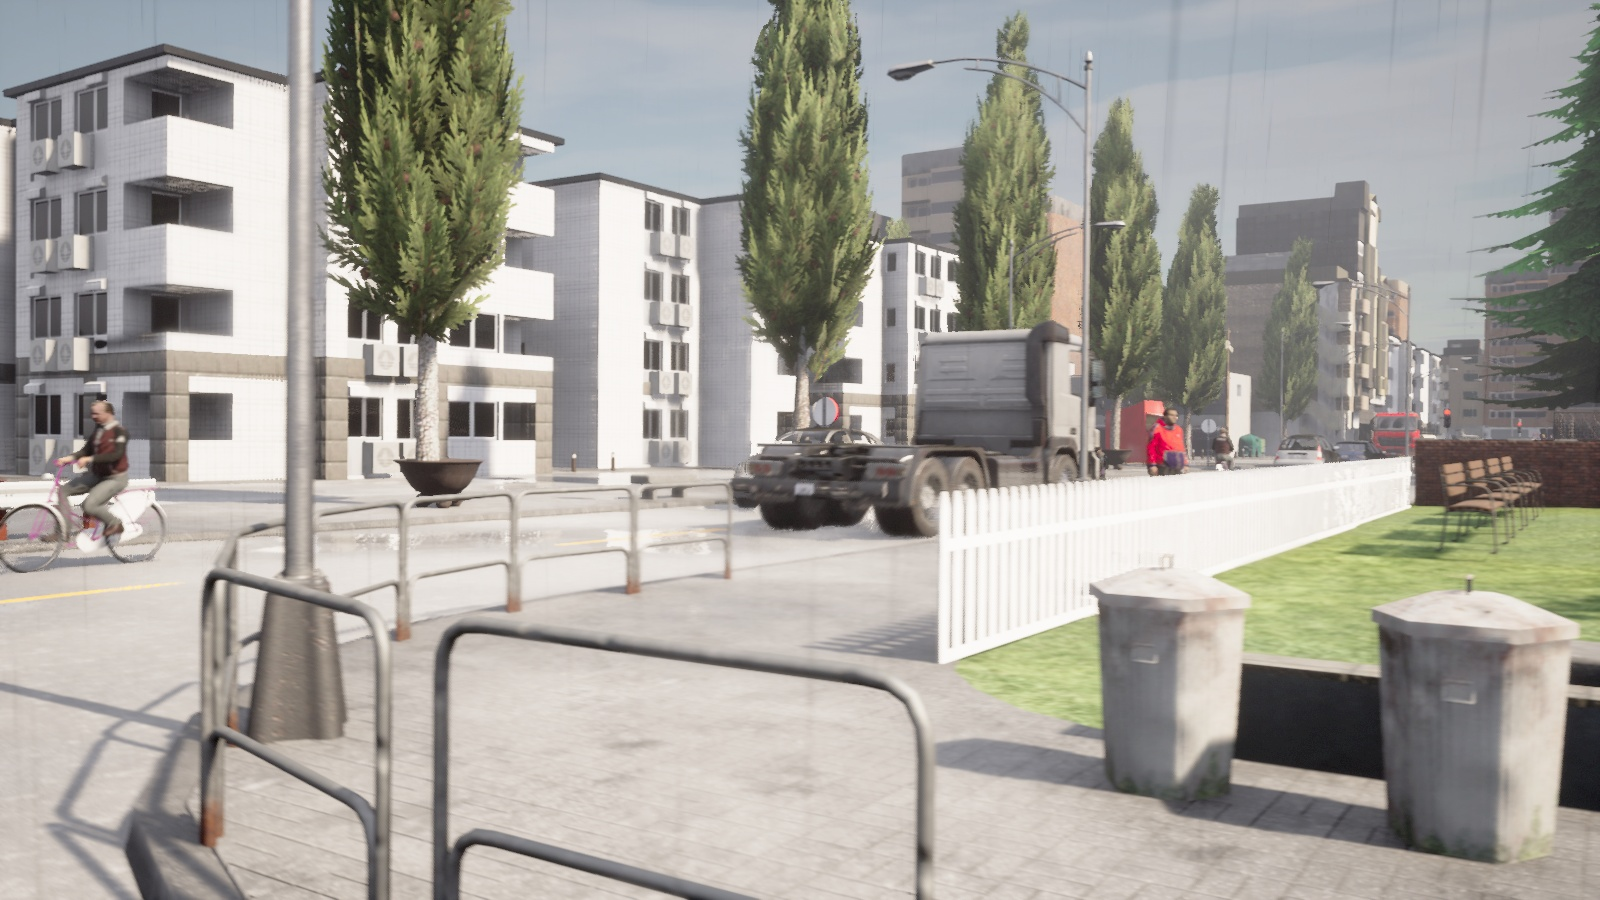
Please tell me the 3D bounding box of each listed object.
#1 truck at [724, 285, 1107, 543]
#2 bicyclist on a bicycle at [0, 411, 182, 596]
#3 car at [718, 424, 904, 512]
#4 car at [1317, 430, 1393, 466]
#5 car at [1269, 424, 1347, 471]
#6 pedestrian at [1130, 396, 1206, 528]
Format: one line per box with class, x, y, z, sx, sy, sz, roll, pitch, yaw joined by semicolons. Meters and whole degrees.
truck;2.306;-0.541;20.940;2.891;3.462;7.936;0;1;34
bicyclist on a bicycle;-7.447;0.498;13.008;0.659;1.776;1.843;1;1;28
car;0.316;0.302;25.157;1.851;1.617;3.988;0;1;33
car;23.727;-0.117;53.573;2.033;1.411;5.357;0;1;34
car;18.440;-0.116;45.474;1.851;1.617;3.988;0;1;33
pedestrian;5.317;0.161;18.183;0.634;1.844;0.899;-1;1;-21
